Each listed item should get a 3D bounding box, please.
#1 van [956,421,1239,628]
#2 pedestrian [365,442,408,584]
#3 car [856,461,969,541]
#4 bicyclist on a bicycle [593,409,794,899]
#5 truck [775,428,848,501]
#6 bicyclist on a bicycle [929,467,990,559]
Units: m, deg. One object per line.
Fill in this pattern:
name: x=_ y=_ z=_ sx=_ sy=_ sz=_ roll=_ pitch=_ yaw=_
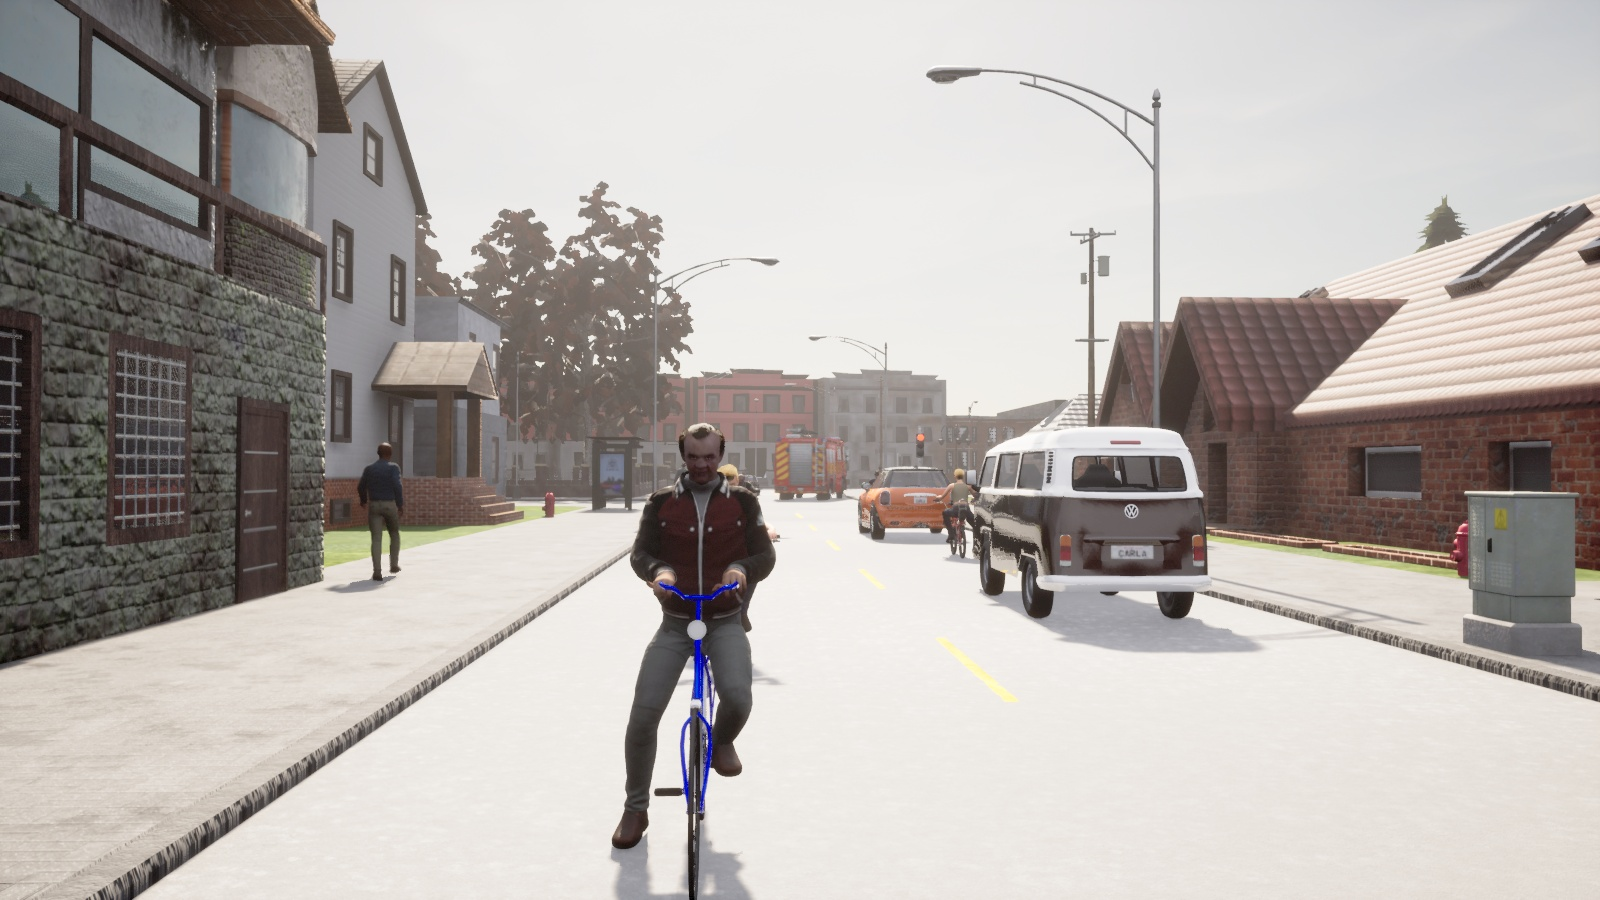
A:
van: x=3.239 y=0.772 z=14.712 sx=2.069 sy=2.038 sz=4.480 roll=0 pitch=-1 yaw=-2
pedestrian: x=-5.491 y=0.826 z=16.691 sx=0.370 sy=1.835 sz=0.726 roll=0 pitch=-1 yaw=-3
car: x=2.603 y=1.169 z=30.248 sx=2.097 sy=1.767 sz=4.553 roll=0 pitch=-1 yaw=-3
bicyclist on a bicycle: x=-0.398 y=0.772 z=5.058 sx=0.659 sy=1.776 sz=1.843 roll=0 pitch=-1 yaw=-3
truck: x=0.747 y=0.832 z=70.742 sx=2.891 sy=3.827 sz=8.468 roll=0 pitch=-1 yaw=9
bicyclist on a bicycle: x=2.899 y=1.124 z=22.953 sx=0.866 sy=1.612 sz=1.509 roll=0 pitch=-1 yaw=-2
